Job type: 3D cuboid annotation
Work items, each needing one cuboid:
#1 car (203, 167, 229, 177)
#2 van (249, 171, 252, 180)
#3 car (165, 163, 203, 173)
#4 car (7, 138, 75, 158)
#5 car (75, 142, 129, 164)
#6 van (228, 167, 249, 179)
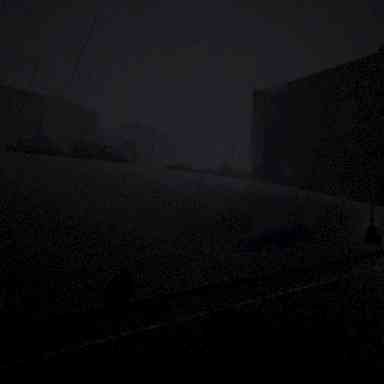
[{"bbox_3d":[2.317,-2.397,43.507,2.002,1.452,4.674,0,-2,40],"label":"car"},{"bbox_3d":[9.279,-2.137,52.292,1.878,1.987,4.442,1,-2,38],"label":"van"},{"bbox_3d":[-1.239,-2.624,39.262,2.002,1.452,4.674,0,-2,41],"label":"car"},{"bbox_3d":[-12.429,-3.342,26.949,2.185,1.767,4.553,0,-1,45],"label":"car"},{"bbox_3d":[-8.560,-3.303,31.013,2.435,2.045,5.566,0,-1,44],"label":"car"},{"bbox_3d":[5.900,-2.407,47.912,1.878,1.987,4.442,0,-2,39],"label":"van"}]
